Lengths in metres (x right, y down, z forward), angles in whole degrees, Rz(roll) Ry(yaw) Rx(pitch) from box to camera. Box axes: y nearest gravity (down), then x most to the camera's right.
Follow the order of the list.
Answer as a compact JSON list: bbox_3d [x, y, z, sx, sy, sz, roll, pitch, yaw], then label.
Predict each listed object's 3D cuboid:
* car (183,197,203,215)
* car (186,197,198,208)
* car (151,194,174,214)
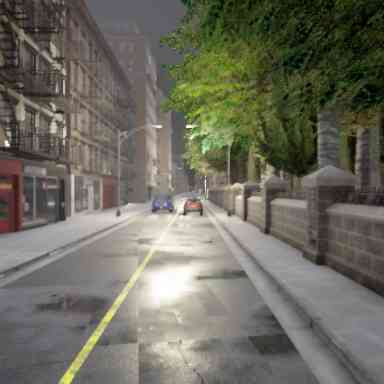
[{"bbox_3d":[0.106,1.406,33.127,2.033,1.649,4.856,0,-1,0],"label":"car"},{"bbox_3d":[0.019,1.475,50.028,1.837,1.490,4.892,0,0,0],"label":"car"},{"bbox_3d":[-3.083,1.199,36.119,2.150,2.045,5.566,0,0,0],"label":"car"}]
